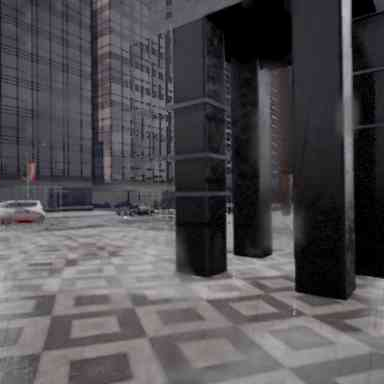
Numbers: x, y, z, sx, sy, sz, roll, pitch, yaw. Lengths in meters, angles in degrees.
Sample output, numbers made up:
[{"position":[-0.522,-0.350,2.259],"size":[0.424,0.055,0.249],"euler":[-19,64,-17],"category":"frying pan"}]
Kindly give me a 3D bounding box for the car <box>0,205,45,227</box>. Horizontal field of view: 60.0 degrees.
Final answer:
[{"position":[-14.656,2.094,27.943],"size":[1.994,1.385,4.181],"euler":[-1,-1,36],"category":"car"}]

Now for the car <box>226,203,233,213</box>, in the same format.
[{"position":[5.407,2.382,49.926],"size":[1.837,1.490,4.892],"euler":[-1,-1,36],"category":"car"}]

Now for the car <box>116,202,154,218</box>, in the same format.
[{"position":[-6.486,2.243,39.244],"size":[1.812,1.442,4.674],"euler":[-1,-2,36],"category":"car"}]

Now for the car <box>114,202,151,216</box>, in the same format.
[{"position":[-7.664,2.151,43.176],"size":[2.097,1.767,4.553],"euler":[-1,-1,36],"category":"car"}]

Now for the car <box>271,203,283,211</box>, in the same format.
[{"position":[13.934,2.513,56.258],"size":[2.033,1.411,5.357],"euler":[-1,-1,36],"category":"car"}]

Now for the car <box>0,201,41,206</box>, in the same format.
[{"position":[-16.605,1.818,30.815],"size":[2.150,2.045,5.566],"euler":[-1,-2,36],"category":"car"}]
